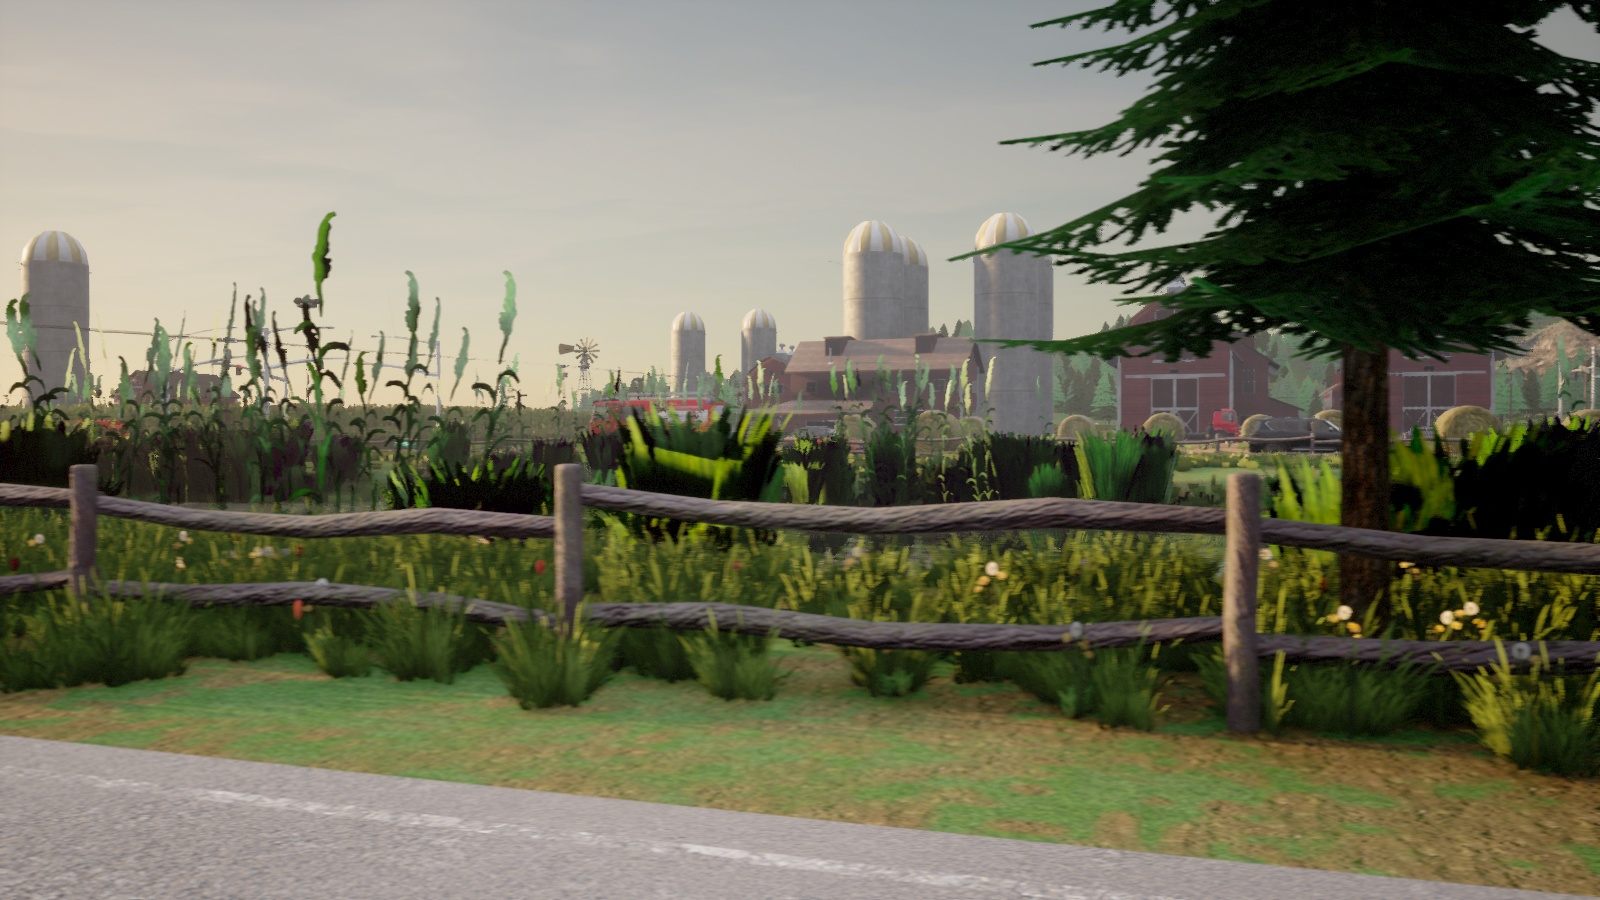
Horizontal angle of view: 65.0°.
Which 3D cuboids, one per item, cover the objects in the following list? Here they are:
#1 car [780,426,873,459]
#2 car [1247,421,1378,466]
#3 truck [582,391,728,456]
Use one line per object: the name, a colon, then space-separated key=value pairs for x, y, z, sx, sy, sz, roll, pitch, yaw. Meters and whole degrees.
car: x=1.446 y=-0.426 z=68.261 sx=4.553 sy=1.767 sz=2.097 roll=1 pitch=1 yaw=22
car: x=24.009 y=-0.332 z=58.939 sx=5.566 sy=2.045 sz=2.150 roll=1 pitch=1 yaw=22
truck: x=-8.823 y=-1.615 z=76.274 sx=8.468 sy=3.827 sz=2.891 roll=1 pitch=1 yaw=22
